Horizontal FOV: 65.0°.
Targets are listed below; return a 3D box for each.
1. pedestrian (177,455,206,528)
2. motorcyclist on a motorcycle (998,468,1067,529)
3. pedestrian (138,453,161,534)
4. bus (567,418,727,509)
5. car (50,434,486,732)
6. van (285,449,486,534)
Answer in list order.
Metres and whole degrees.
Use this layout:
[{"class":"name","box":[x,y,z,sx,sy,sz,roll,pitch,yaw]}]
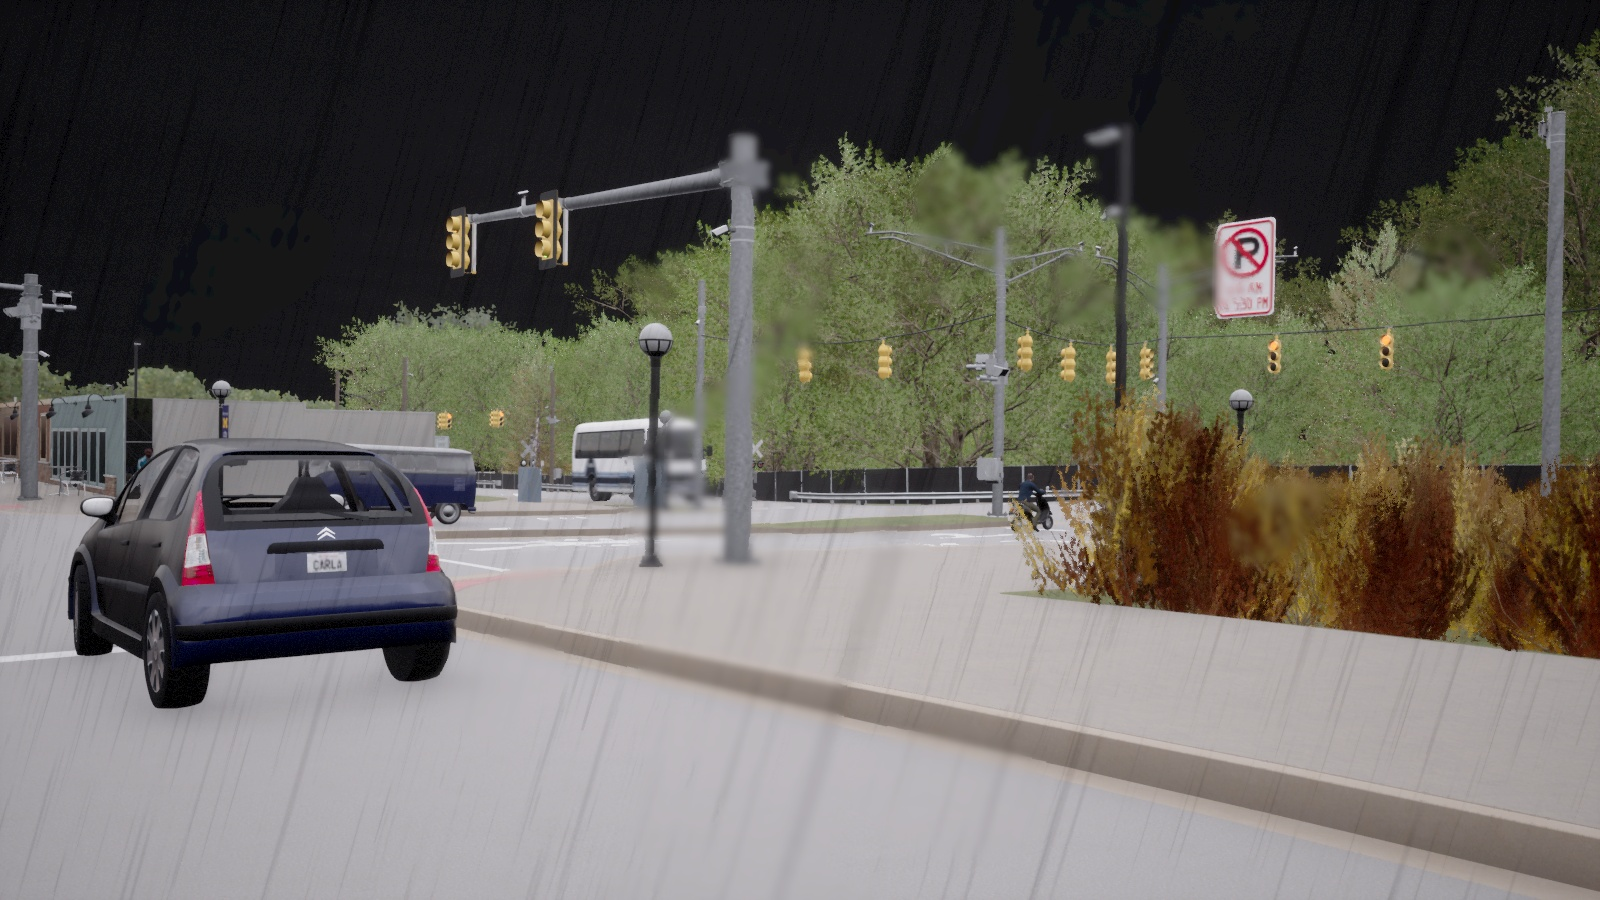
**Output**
[{"class":"pedestrian","box":[-16.639,1.126,34.341,0.659,1.952,0.873,0,1,-23]},{"class":"motorcyclist on a motorcycle","box":[6.381,1.320,34.445,1.817,1.590,0.866,-1,0,-39]},{"class":"pedestrian","box":[-15.783,1.053,30.476,0.396,1.930,0.692,0,1,-20]},{"class":"bus","box":[-8.033,0.703,64.274,3.944,4.253,10.273,-1,0,-33]},{"class":"car","box":[-3.969,0.761,8.959,1.851,1.617,3.988,-1,-1,-38]},{"class":"van","box":[-10.428,1.056,31.788,4.442,1.987,1.775,2,-2,-41]}]
